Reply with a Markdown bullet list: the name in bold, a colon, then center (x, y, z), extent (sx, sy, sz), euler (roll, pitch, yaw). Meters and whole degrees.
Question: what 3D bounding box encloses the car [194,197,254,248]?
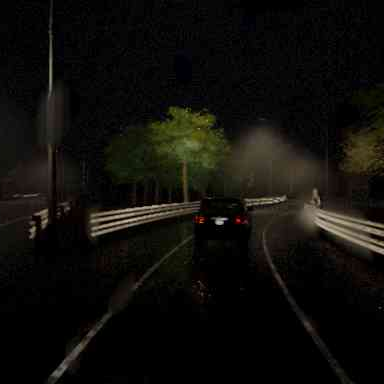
- **car**: center (1.542, 1.229, 15.041), extent (2.150, 2.045, 5.566), euler (0, 0, 11)
